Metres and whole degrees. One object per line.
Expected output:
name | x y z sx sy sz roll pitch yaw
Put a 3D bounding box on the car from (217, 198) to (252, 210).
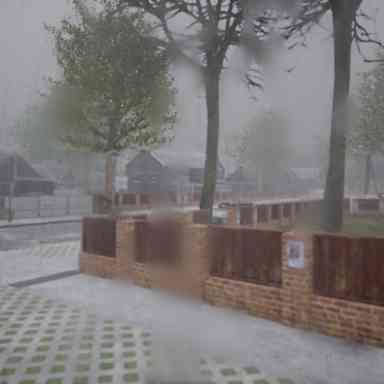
car | 4.639 1.275 35.848 1.895 1.301 4.718 3 2 35
